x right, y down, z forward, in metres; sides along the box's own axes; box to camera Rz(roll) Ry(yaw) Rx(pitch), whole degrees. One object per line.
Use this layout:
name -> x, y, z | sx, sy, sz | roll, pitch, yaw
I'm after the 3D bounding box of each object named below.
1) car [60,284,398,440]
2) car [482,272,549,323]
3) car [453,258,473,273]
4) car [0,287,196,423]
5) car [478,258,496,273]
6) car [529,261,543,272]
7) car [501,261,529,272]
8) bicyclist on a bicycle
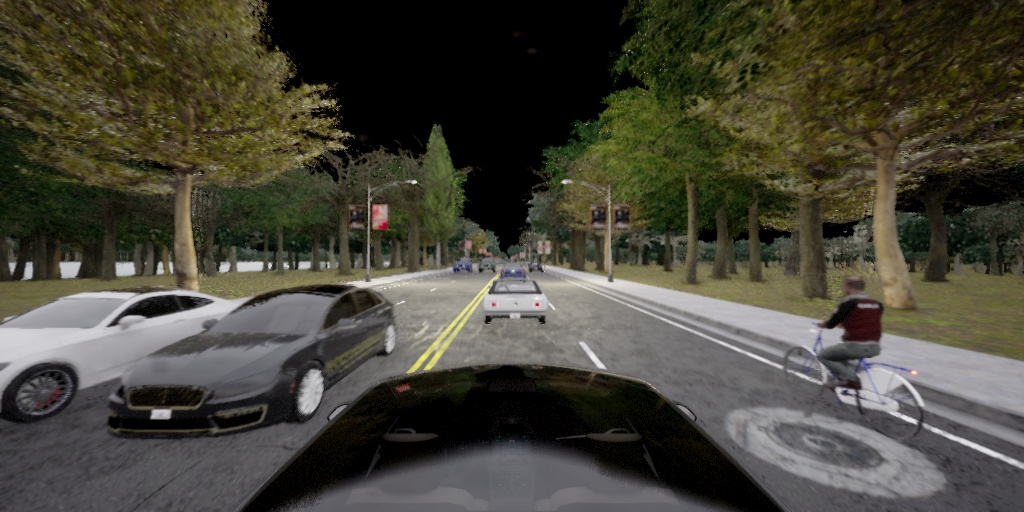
car -> -3.350, 1.271, 5.853 | 1.837, 1.490, 4.892 | 0, 0, 0
car -> 0.098, 1.394, 12.218 | 1.895, 1.301, 4.718 | 0, 0, 0
car -> -6.574, 1.238, 48.609 | 2.150, 2.045, 5.566 | 0, -1, 0
car -> -6.600, 1.292, 5.936 | 1.812, 1.442, 4.674 | 0, 0, 0
car -> -3.324, 1.238, 48.617 | 2.150, 2.045, 5.566 | 0, -1, 0
car -> 3.342, 1.558, 51.197 | 1.812, 1.442, 4.674 | 0, 0, 0
car -> 0.095, 1.242, 30.439 | 2.097, 1.767, 4.553 | 0, 0, 0
bicyclist on a bicycle -> 4.140, 1.131, 4.544 | 0.659, 1.776, 1.843 | 0, 0, 0
